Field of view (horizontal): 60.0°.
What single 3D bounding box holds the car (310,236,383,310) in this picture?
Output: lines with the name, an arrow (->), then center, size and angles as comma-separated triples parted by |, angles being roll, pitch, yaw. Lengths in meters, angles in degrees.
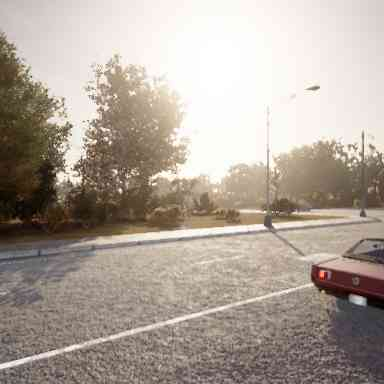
car -> 4.705, 1.598, 7.066 | 4.718, 1.301, 1.895 | 0, 0, -35

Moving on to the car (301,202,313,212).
car -> 13.806, 1.887, 44.417 | 2.128, 1.511, 4.902 | 0, -2, -32

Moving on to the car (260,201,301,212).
car -> 10.881, 1.878, 42.493 | 2.128, 1.511, 4.902 | 0, -2, -32
